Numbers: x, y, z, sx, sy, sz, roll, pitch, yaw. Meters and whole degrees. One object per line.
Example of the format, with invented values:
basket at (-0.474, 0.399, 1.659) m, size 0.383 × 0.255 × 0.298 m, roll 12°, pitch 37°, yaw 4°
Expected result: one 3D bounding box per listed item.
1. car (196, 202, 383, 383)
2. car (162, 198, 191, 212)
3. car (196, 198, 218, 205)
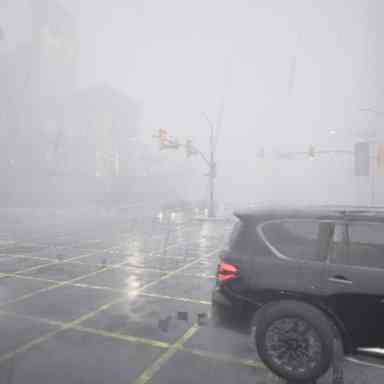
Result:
car at (3.001, 1.238, 4.277) m, size 5.566 × 2.045 × 2.150 m, roll 0°, pitch 0°, yaw 23°
car at (-1.774, 1.478, 39.277) m, size 1.882 × 1.535 × 5.008 m, roll 0°, pitch 0°, yaw 25°
car at (2.196, 1.601, 48.688) m, size 1.895 × 1.301 × 4.718 m, roll 0°, pitch 0°, yaw 23°
